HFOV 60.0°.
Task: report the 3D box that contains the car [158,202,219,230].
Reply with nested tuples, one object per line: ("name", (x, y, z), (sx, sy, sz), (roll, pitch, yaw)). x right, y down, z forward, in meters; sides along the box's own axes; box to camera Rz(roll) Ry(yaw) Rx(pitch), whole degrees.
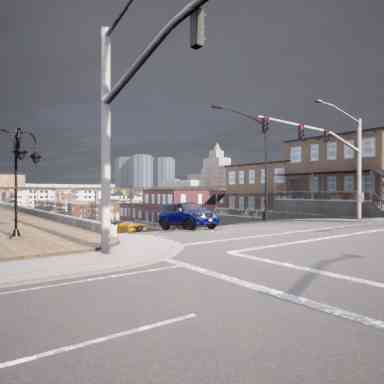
("car", (-0.405, 1.777, 24.645), (2.150, 2.045, 5.566), (0, -5, -36))

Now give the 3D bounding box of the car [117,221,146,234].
("car", (-6.296, 3.602, 32.656), (1.882, 1.535, 5.008), (0, -12, -36))
